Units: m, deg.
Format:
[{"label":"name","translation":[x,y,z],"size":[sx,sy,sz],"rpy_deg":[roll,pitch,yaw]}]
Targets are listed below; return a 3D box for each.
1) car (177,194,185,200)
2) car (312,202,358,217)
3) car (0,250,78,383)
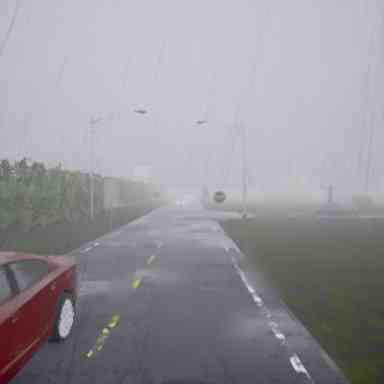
[{"label":"car","translation":[-2.762,1.283,84.721],"size":[1.895,1.301,4.718],"rpy_deg":[0,0,0]},{"label":"car","translation":[14.056,1.711,32.821],"size":[4.181,1.385,1.994],"rpy_deg":[0,0,1]},{"label":"car","translation":[-2.848,1.483,3.622],"size":[1.882,1.535,5.008],"rpy_deg":[0,0,0]}]
